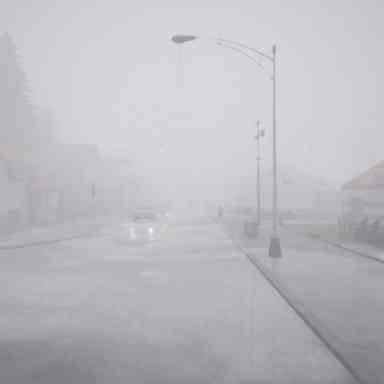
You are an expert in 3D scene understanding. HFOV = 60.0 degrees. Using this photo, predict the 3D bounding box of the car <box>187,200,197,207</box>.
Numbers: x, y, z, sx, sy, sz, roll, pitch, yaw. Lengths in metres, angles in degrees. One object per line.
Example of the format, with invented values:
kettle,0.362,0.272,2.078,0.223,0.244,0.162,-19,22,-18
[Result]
car,0.026,2.268,65.329,1.895,1.301,4.718,0,-1,0

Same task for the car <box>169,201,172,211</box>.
car,-4.048,1.991,48.854,2.128,1.511,4.902,0,-1,0

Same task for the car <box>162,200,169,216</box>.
car,-4.079,1.922,38.730,1.812,1.442,4.674,0,-1,0

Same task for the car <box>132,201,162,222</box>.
car,-4.087,1.807,29.520,1.837,1.490,4.892,0,-1,0
